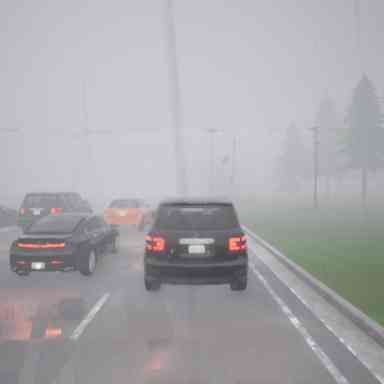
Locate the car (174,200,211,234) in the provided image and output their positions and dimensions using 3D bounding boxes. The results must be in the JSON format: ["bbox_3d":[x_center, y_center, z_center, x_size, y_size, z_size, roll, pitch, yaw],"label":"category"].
[{"bbox_3d":[0.023,1.273,18.357,1.812,1.442,4.674,0,1,0],"label":"car"}]

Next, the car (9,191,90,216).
[{"bbox_3d":[-6.972,0.980,17.585,2.150,2.045,5.566,0,1,0],"label":"car"}]

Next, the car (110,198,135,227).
[{"bbox_3d":[-3.478,1.095,18.692,2.097,1.767,4.553,0,1,0],"label":"car"}]

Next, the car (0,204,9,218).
[{"bbox_3d":[-10.473,1.308,17.308,2.033,1.411,5.357,0,1,0],"label":"car"}]

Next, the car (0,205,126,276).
[{"bbox_3d":[-3.452,1.368,9.876,1.837,1.490,4.892,0,1,0],"label":"car"}]

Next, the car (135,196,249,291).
[{"bbox_3d":[0.070,1.100,8.785,2.150,2.045,5.566,0,1,0],"label":"car"}]
